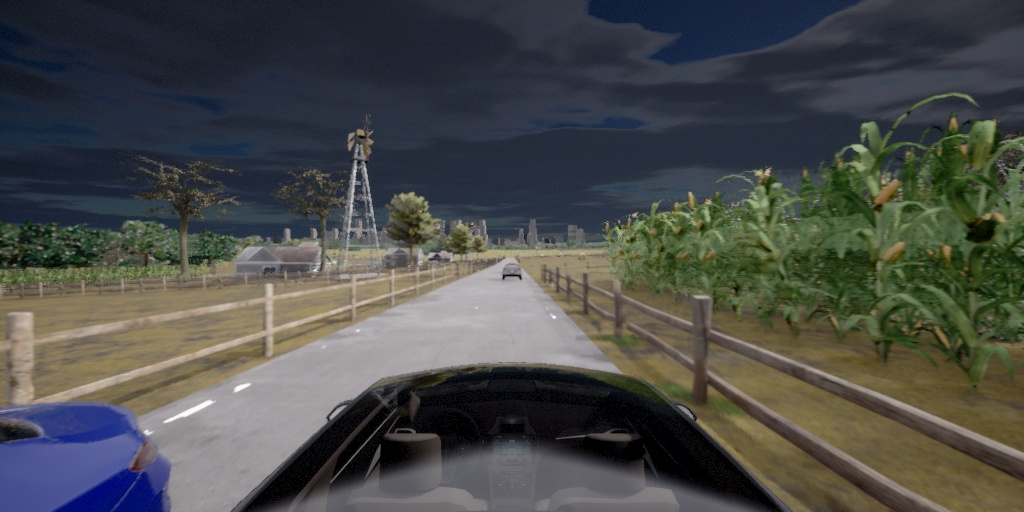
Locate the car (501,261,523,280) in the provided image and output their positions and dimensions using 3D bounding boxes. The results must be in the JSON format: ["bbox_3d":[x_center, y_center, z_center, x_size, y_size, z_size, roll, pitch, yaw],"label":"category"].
[{"bbox_3d":[0.009,1.398,32.707,2.033,1.411,5.357,0,0,0],"label":"car"}]

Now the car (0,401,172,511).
[{"bbox_3d":[-2.842,1.276,0.124,1.812,1.442,4.674,0,0,0],"label":"car"}]
